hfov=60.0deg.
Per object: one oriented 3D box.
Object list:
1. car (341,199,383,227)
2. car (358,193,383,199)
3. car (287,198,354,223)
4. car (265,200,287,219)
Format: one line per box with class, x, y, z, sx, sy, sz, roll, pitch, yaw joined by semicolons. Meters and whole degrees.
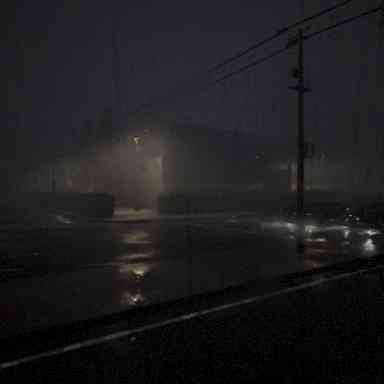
car;12.279;1.409;21.938;4.892;1.490;1.837;0;0;-33
car;17.626;1.090;29.600;5.566;2.045;2.150;0;0;-34
car;9.493;1.409;24.289;4.892;1.490;1.837;0;0;-33
car;8.284;1.374;27.680;5.008;1.535;1.882;0;0;-33
